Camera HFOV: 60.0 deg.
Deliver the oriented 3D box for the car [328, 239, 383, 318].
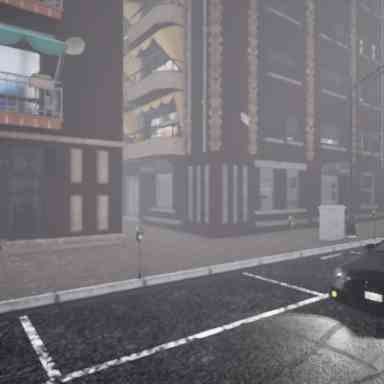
[{"bbox_3d":[4.636,1.552,6.680,4.181,1.385,1.994,0,0,-35],"label":"car"}]
